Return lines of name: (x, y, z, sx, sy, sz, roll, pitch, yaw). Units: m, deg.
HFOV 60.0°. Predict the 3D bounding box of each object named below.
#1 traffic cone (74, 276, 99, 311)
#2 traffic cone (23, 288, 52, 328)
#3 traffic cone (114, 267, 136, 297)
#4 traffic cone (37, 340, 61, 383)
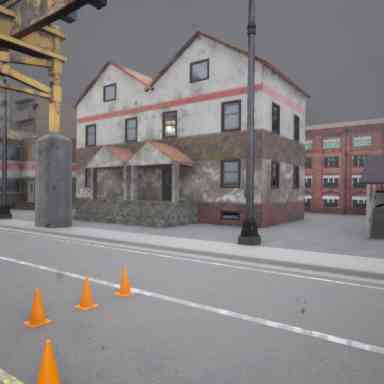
traffic cone: (-2.059, 1.949, 6.506, 0.340, 0.580, 0.340, 0, 0, 36)
traffic cone: (-2.644, 1.949, 5.695, 0.340, 0.580, 0.340, 0, 0, 36)
traffic cone: (-1.475, 1.949, 7.318, 0.340, 0.580, 0.340, 0, 0, 36)
traffic cone: (-1.606, 1.952, 3.715, 0.340, 0.580, 0.340, 0, 0, 36)
